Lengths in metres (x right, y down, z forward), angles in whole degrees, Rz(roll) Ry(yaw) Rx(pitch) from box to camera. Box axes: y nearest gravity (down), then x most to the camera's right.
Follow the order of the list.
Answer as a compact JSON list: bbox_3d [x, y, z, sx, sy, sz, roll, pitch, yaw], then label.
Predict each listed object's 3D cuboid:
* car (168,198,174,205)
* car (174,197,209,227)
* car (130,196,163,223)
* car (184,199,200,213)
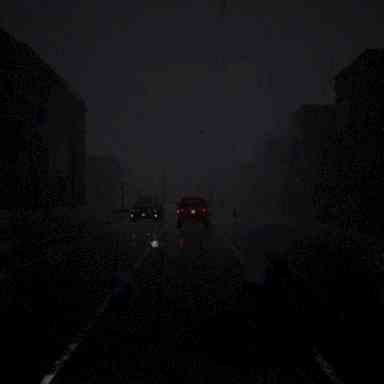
[{"bbox_3d":[-3.999,1.872,68.728,2.033,1.411,5.357,0,0,-4],"label":"car"},{"bbox_3d":[0.074,1.344,23.791,2.150,2.045,5.566,0,0,0],"label":"car"},{"bbox_3d":[-3.627,1.362,27.577,2.150,2.045,5.566,0,0,0],"label":"car"},{"bbox_3d":[0.043,1.691,42.036,1.882,1.535,5.008,0,0,0],"label":"car"}]
